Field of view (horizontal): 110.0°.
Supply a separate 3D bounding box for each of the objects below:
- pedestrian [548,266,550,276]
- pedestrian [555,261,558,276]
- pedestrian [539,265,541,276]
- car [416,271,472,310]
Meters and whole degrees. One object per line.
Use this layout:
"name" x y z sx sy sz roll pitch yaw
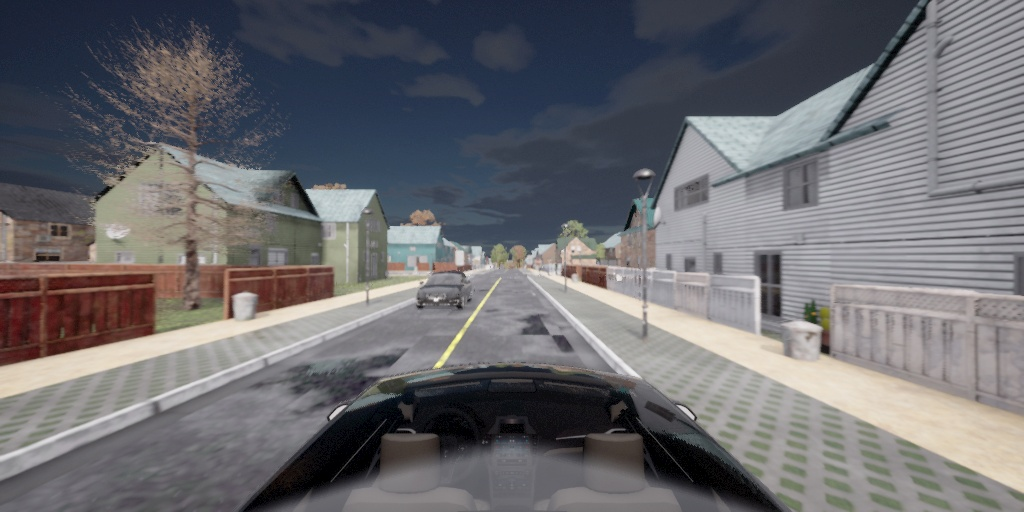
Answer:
"pedestrian" 4.508 1.810 43.996 0.375 1.300 0.375 -1 0 0
"pedestrian" 5.509 1.560 44.597 0.375 1.860 0.375 -1 0 0
"pedestrian" 3.508 1.561 45.197 0.375 1.860 0.375 -1 0 0
"car" -2.851 1.437 15.871 1.837 1.490 4.892 0 -1 0
